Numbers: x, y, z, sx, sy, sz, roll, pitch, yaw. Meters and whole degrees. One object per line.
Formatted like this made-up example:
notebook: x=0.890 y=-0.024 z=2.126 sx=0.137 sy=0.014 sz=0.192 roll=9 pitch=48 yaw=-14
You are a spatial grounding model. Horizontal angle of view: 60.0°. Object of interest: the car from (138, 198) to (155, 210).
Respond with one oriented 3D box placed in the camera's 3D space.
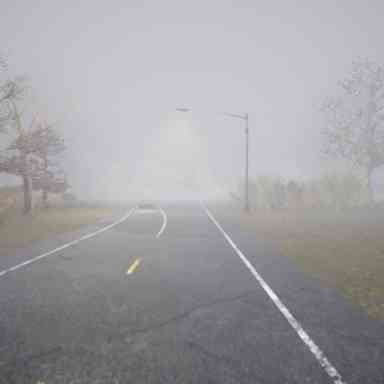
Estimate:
car: x=-5.825 y=1.522 z=42.687 sx=1.994 sy=1.385 sz=4.181 roll=0 pitch=0 yaw=-6
